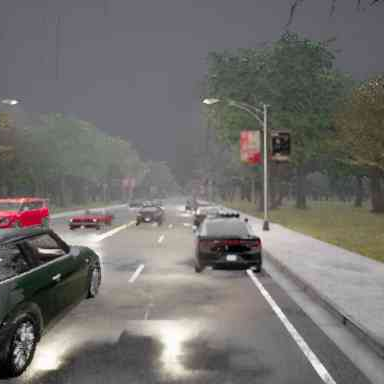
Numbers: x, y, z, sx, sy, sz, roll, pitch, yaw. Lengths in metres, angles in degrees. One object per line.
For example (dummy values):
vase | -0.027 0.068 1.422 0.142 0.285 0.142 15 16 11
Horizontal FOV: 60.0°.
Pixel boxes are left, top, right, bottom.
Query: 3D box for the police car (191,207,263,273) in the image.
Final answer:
police car | 1.026 1.516 11.155 1.930 1.638 5.238 0 0 0

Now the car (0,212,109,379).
car | -3.117 1.401 5.745 2.097 1.767 4.553 0 0 0

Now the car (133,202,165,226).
car | -3.081 1.752 25.412 1.812 1.442 4.674 0 -1 0

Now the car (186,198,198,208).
car | -0.057 1.980 62.691 2.097 1.767 4.553 0 -1 0

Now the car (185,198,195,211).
car | 0.033 2.023 48.226 1.994 1.385 4.181 0 -1 1

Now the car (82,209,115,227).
car | -6.531 1.797 22.065 1.895 1.301 4.718 0 -1 0

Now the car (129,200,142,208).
car | -9.861 2.137 58.942 2.033 1.411 5.357 0 -1 0

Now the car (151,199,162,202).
car | -6.615 2.121 62.416 2.128 1.511 4.902 0 -1 0

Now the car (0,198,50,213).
car | -9.785 1.384 18.270 2.150 2.045 5.566 0 -1 0

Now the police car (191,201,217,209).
police car | 1.044 1.607 21.167 1.930 1.638 5.238 0 -1 0
